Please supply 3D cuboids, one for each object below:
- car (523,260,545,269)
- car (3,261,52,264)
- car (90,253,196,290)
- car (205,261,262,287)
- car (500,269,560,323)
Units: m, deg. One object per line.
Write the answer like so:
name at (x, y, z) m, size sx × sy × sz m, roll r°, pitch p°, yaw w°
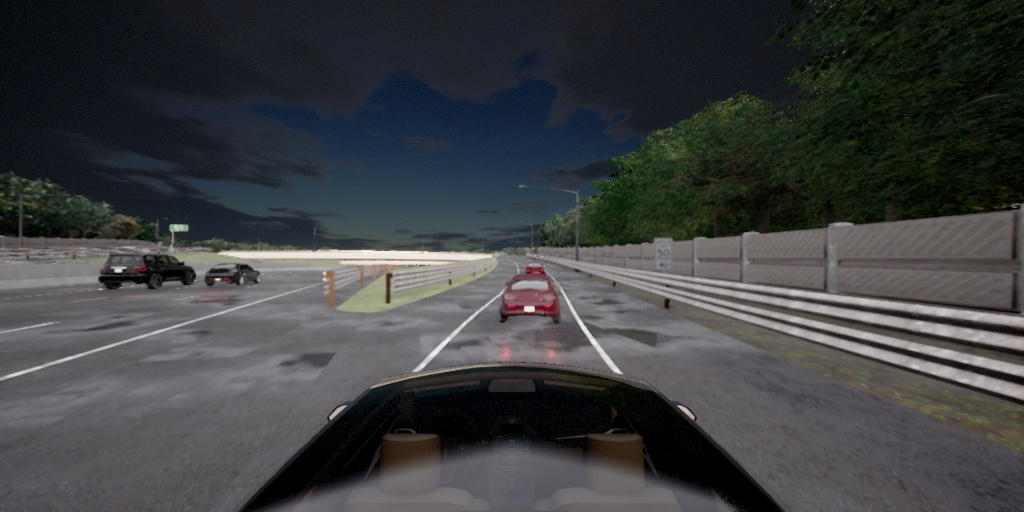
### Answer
car at (2.158, 1.315, 34.334) m, size 1.882 × 1.535 × 5.008 m, roll 0°, pitch 0°, yaw 3°
car at (-33.763, 1.081, 24.709) m, size 1.882 × 1.535 × 5.008 m, roll 1°, pitch -1°, yaw -16°
car at (-21.695, 0.892, 21.638) m, size 2.150 × 2.045 × 5.566 m, roll 1°, pitch -1°, yaw -17°
car at (-18.908, 1.241, 24.530) m, size 1.837 × 1.490 × 4.892 m, roll 1°, pitch -1°, yaw -17°
car at (0.642, 1.337, 12.394) m, size 1.812 × 1.442 × 4.674 m, roll 0°, pitch 0°, yaw 4°
